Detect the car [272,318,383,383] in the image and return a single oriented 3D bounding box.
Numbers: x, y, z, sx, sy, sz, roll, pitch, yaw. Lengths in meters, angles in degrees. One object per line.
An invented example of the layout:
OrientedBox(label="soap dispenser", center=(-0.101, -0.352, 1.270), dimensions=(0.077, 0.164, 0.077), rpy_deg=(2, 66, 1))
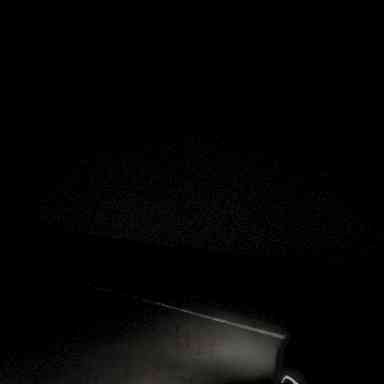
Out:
OrientedBox(label="car", center=(2.823, 1.527, 2.022), dimensions=(4.674, 1.442, 1.812), rpy_deg=(0, 0, 36))
